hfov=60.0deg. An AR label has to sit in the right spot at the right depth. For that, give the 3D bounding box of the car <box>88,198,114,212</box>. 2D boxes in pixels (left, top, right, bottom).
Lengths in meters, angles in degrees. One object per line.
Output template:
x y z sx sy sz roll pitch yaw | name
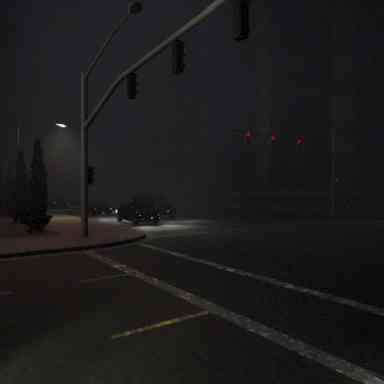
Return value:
-11.431 1.581 41.657 1.812 1.442 4.674 0 0 -34 | car

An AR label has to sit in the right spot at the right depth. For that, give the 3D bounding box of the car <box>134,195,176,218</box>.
-3.613 1.277 30.438 2.150 2.045 5.566 0 0 -35 | car

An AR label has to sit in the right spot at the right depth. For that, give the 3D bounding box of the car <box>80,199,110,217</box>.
-9.477 1.656 32.733 1.895 1.301 4.718 0 0 -35 | car

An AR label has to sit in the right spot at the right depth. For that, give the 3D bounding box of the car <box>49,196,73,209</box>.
-18.235 1.408 45.324 2.097 1.767 4.553 0 0 -35 | car

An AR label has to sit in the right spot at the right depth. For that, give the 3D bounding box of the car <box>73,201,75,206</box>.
-21.256 1.610 55.910 2.033 1.411 5.357 0 0 -35 | car

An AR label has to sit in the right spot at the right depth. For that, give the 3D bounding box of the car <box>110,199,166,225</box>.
-4.174 1.560 25.122 1.837 1.490 4.892 0 0 -35 | car
